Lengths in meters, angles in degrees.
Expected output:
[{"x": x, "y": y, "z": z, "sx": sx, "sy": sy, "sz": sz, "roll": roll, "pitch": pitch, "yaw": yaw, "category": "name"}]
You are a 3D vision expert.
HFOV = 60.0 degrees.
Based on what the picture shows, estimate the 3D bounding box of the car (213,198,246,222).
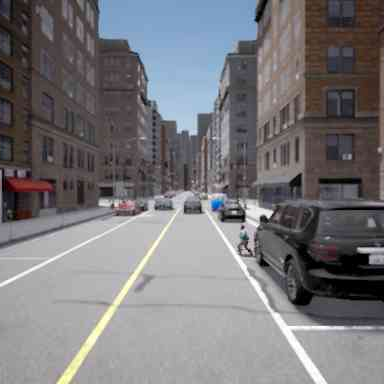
[{"x": 2.857, "y": 1.402, "z": 24.577, "sx": 1.947, "sy": 1.339, "sz": 4.313, "roll": 0, "pitch": 0, "yaw": 0, "category": "car"}]

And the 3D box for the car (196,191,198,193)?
[{"x": 2.581, "y": 0.905, "z": 80.186, "sx": 1.967, "sy": 1.590, "sz": 4.097, "roll": 0, "pitch": 0, "yaw": -1, "category": "car"}]

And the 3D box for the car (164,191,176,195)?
[{"x": -6.019, "y": 0.742, "z": 85.596, "sx": 2.192, "sy": 1.841, "sz": 5.009, "roll": 0, "pitch": 0, "yaw": -1, "category": "car"}]

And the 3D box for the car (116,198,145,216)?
[{"x": -5.667, "y": 1.383, "z": 30.014, "sx": 1.802, "sy": 1.307, "sz": 4.206, "roll": 0, "pitch": 0, "yaw": 0, "category": "car"}]

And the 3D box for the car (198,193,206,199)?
[{"x": 2.506, "y": 0.977, "z": 85.713, "sx": 2.008, "sy": 1.369, "sz": 4.403, "roll": 0, "pitch": 0, "yaw": -1, "category": "car"}]

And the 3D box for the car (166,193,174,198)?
[{"x": -6.093, "y": 0.939, "z": 91.123, "sx": 2.008, "sy": 1.369, "sz": 4.403, "roll": 0, "pitch": 0, "yaw": -1, "category": "car"}]

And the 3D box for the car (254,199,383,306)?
[{"x": 3.001, "y": 1.169, "z": 8.049, "sx": 2.150, "sy": 2.045, "sz": 5.566, "roll": 0, "pitch": 0, "yaw": 0, "category": "car"}]

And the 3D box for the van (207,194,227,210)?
[{"x": 2.858, "y": 1.106, "z": 35.473, "sx": 1.690, "sy": 1.788, "sz": 3.998, "roll": 0, "pitch": 0, "yaw": 0, "category": "van"}]

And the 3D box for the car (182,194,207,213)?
[{"x": 0.088, "y": 1.271, "z": 33.412, "sx": 2.128, "sy": 1.511, "sz": 4.902, "roll": 0, "pitch": 0, "yaw": 0, "category": "car"}]

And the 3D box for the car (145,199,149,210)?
[{"x": -5.667, "y": 1.331, "z": 35.465, "sx": 1.947, "sy": 1.339, "sz": 4.313, "roll": 0, "pitch": 0, "yaw": 0, "category": "car"}]

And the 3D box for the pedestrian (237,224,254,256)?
[{"x": 1.748, "y": 1.599, "z": 11.083, "sx": 0.500, "sy": 1.100, "sz": 0.500, "roll": 0, "pitch": 1, "yaw": -10, "category": "pedestrian"}]

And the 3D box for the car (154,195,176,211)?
[{"x": -3.056, "y": 1.322, "z": 36.646, "sx": 1.994, "sy": 1.385, "sz": 4.181, "roll": 0, "pitch": 0, "yaw": 0, "category": "car"}]

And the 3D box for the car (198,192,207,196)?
[{"x": 2.655, "y": 1.028, "z": 74.832, "sx": 1.752, "sy": 1.417, "sz": 4.829, "roll": 0, "pitch": 0, "yaw": -1, "category": "car"}]
